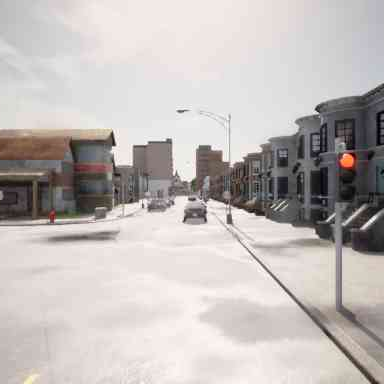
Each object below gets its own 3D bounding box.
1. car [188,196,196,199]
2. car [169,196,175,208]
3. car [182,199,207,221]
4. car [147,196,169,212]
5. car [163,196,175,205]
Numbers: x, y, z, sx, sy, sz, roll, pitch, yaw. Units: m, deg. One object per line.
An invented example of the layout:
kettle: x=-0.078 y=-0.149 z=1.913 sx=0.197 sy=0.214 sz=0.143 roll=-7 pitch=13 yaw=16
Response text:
car: x=0.064 y=1.665 z=73.603 sx=1.837 sy=1.490 sz=4.892 roll=0 pitch=0 yaw=0
car: x=-4.079 y=1.547 z=48.987 sx=2.033 sy=1.411 sz=5.357 roll=0 pitch=0 yaw=0
car: x=0.216 y=1.525 z=26.923 sx=1.812 sy=1.442 sz=4.674 roll=0 pitch=0 yaw=0
car: x=-4.090 y=1.505 z=39.237 sx=1.837 sy=1.490 sz=4.892 roll=0 pitch=0 yaw=0
car: x=-4.041 y=1.525 z=58.792 sx=1.812 sy=1.442 sz=4.674 roll=0 pitch=0 yaw=1
